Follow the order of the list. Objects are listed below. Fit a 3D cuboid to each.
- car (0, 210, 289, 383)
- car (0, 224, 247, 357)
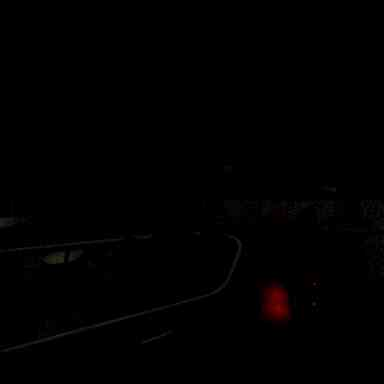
[{"bbox_3d":[-1.656,1.222,2.507,5.566,2.045,2.150,0,0,-36],"label":"car"},{"bbox_3d":[-1.554,1.554,6.567,5.357,1.411,2.033,0,0,-36],"label":"car"}]
